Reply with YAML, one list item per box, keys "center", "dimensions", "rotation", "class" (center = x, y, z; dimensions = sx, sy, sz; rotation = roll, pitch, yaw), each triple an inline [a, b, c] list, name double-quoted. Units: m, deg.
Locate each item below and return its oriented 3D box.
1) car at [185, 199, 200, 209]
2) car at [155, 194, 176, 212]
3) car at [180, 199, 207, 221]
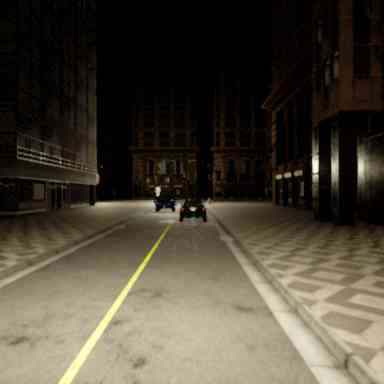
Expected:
- center: [0.085, 1.633, 45.682]
  dimensions: [1.895, 1.301, 4.718]
  rotation: [0, 0, 0]
  class: "car"
- center: [-3.012, 1.247, 38.948]
  dimensions: [2.150, 2.045, 5.566]
  rotation: [0, 0, 0]
  class: "car"
- center: [0.090, 1.365, 27.380]
  dimensions: [2.097, 1.767, 4.553]
  rotation: [0, 0, 0]
  class: "car"
